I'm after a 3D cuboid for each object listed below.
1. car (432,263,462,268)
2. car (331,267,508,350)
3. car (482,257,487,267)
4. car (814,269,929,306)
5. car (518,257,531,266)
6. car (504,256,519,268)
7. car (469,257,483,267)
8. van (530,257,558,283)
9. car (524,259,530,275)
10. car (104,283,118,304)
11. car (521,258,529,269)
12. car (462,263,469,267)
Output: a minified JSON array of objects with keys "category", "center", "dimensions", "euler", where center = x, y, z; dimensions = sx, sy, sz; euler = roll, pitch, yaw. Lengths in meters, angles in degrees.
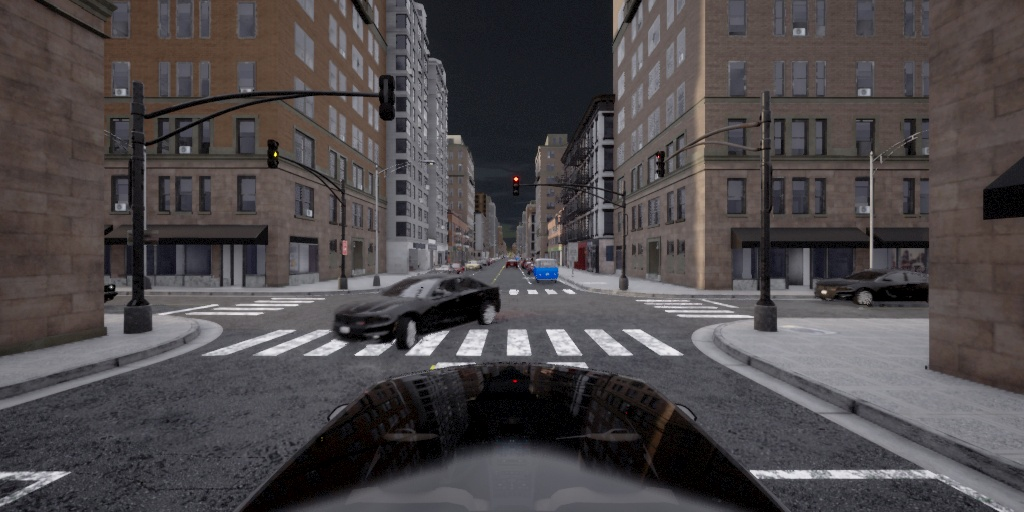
[{"category":"car","center":[-5.444,1.299,27.894],"dimensions":[2.007,1.370,4.403],"euler":[0,0,0]},{"category":"car","center":[-2.186,1.227,9.464],"dimensions":[1.882,1.535,5.008],"euler":[-2,-1,30]},{"category":"car","center":[-5.504,1.305,56.304],"dimensions":[1.948,1.339,4.313],"euler":[0,0,0]},{"category":"car","center":[16.241,1.334,15.788],"dimensions":[5.008,1.535,1.882],"euler":[0,0,0]},{"category":"car","center":[2.521,1.054,56.327],"dimensions":[2.192,1.841,5.009],"euler":[0,0,0]},{"category":"car","center":[-0.023,1.215,60.081],"dimensions":[1.882,1.535,5.008],"euler":[0,0,0]},{"category":"car","center":[-5.492,1.269,50.452],"dimensions":[1.751,1.417,4.829],"euler":[0,0,0]},{"category":"van","center":[2.581,1.089,27.919],"dimensions":[1.690,1.789,3.998],"euler":[0,0,0]},{"category":"car","center":[2.557,1.330,39.282],"dimensions":[1.802,1.307,4.207],"euler":[0,0,0]},{"category":"car","center":[-17.227,1.254,12.719],"dimensions":[4.718,1.301,1.895],"euler":[0,0,-2]},{"category":"car","center":[2.533,1.326,50.645],"dimensions":[1.802,1.307,4.207],"euler":[0,0,0]},{"category":"car","center":[-5.456,1.293,33.575],"dimensions":[1.888,1.381,4.507],"euler":[0,0,0]}]
